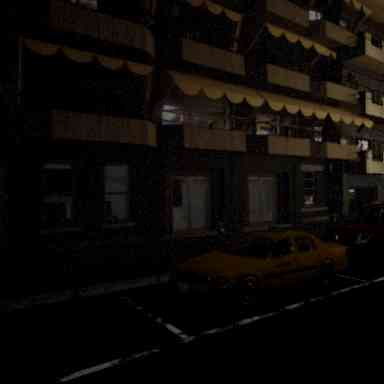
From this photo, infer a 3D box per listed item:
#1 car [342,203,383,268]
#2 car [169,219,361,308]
[{"bbox_3d":[6.527,1.308,11.242,5.009,1.841,2.192,0,-1,-35],"label":"car"},{"bbox_3d":[1.779,1.522,7.849,4.829,1.417,1.752,0,-1,-36],"label":"car"}]
